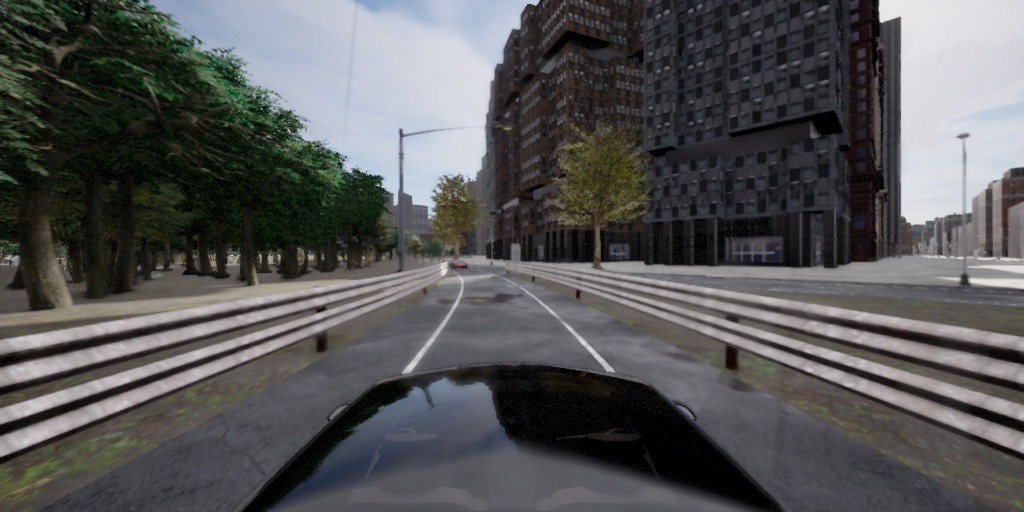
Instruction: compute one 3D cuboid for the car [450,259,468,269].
[{"bbox_3d":[-7.695,1.125,51.607,1.994,1.385,4.181,0,0,-18],"label":"car"}]
